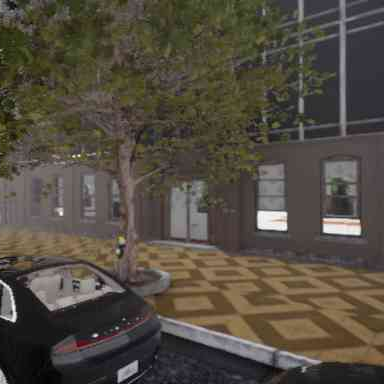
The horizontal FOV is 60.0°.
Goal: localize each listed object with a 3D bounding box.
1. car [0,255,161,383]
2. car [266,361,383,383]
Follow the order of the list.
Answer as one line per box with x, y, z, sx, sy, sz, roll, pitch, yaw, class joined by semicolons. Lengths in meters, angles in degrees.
-2.419;1.563;4.603;4.403;1.369;2.008;0;0;36;car
2.214;1.548;1.296;4.403;1.369;2.008;0;0;36;car
